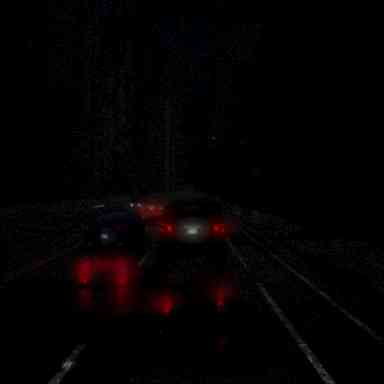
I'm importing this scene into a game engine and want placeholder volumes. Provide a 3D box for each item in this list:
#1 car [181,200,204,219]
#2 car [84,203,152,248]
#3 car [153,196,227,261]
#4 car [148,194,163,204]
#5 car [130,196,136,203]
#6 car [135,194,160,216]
[{"bbox_3d":[0.072,1.486,29.254,1.812,1.442,4.674,0,0,1],"label":"car"},{"bbox_3d":[-3.183,1.475,14.737,1.882,1.535,5.008,0,0,1],"label":"car"},{"bbox_3d":[0.041,1.224,12.371,2.150,2.045,5.566,0,0,1],"label":"car"},{"bbox_3d":[-6.499,1.220,59.721,2.097,1.767,4.553,0,0,1],"label":"car"},{"bbox_3d":[-9.735,1.415,59.486,2.033,1.411,5.357,0,0,1],"label":"car"},{"bbox_3d":[-3.183,1.314,28.422,2.097,1.767,4.553,0,0,0],"label":"car"}]
